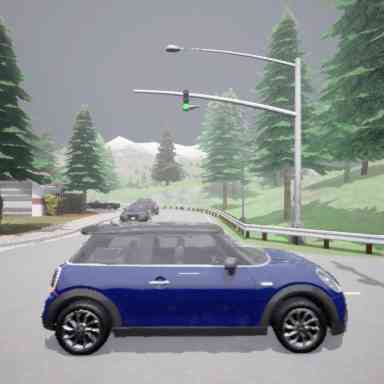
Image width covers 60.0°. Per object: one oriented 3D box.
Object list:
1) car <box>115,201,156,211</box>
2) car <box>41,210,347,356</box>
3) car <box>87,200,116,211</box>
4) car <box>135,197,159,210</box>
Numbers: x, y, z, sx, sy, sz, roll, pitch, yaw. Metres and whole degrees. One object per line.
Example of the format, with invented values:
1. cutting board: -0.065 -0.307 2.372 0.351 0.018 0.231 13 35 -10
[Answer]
1. car: -3.964 1.568 24.065 1.994 1.385 4.181 0 0 -2
2. car: 0.078 1.303 5.575 4.553 1.767 2.097 0 0 -1
3. car: -11.355 1.616 41.601 4.718 1.301 1.895 0 0 14
4. car: -4.789 1.358 33.856 2.097 1.767 4.553 0 0 -19
